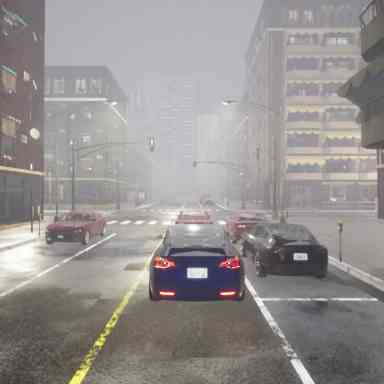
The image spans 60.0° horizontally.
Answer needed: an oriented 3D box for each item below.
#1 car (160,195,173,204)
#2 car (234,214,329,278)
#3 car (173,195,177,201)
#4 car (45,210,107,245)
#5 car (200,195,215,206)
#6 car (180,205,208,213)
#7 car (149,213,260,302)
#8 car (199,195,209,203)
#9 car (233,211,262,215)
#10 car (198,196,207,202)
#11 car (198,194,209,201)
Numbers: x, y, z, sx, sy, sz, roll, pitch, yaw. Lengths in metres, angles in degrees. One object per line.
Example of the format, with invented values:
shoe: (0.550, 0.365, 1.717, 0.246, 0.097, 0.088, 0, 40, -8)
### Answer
car: (-5.330, 1.595, 65.052, 2.008, 1.369, 4.403, 1, 0, 0)
car: (2.572, 1.568, 9.957, 1.947, 1.339, 4.313, 1, 0, 0)
car: (-5.316, 1.621, 87.810, 1.887, 1.381, 4.507, 1, 0, 0)
car: (-5.275, 1.549, 15.599, 1.887, 1.381, 4.507, 1, 0, 0)
car: (2.698, 1.576, 53.684, 1.887, 1.381, 4.507, 1, 0, 0)
car: (0.093, 1.606, 18.063, 1.895, 1.301, 4.718, 0, 0, 0)
car: (0.100, 1.506, 8.340, 2.163, 1.488, 4.792, 0, 0, 0)
car: (2.567, 1.491, 70.753, 1.967, 1.590, 4.097, 1, 0, 0)
car: (2.572, 1.549, 15.628, 1.887, 1.381, 4.507, 1, 0, 0)
car: (2.565, 1.633, 82.132, 1.947, 1.339, 4.313, 1, 0, 0)
car: (2.602, 1.357, 63.630, 2.192, 1.841, 5.009, 1, 0, 0)
